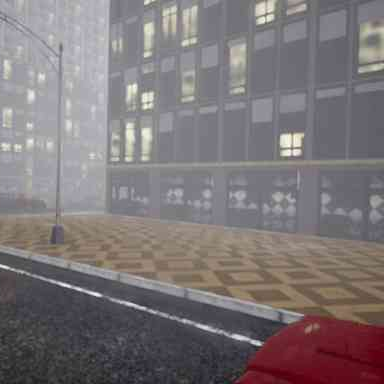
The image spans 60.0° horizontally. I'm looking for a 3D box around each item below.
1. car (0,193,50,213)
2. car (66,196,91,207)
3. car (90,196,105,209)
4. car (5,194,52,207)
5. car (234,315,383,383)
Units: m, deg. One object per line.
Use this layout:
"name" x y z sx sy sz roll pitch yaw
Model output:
"car" -16.327 1.024 31.140 2.192 1.841 5.009 2 0 37
"car" -13.895 1.179 44.149 2.033 1.411 5.357 2 1 37
"car" -9.520 1.338 40.344 1.752 1.417 4.829 2 0 37
"car" -19.812 1.017 40.520 1.752 1.417 4.829 2 0 37
"car" 2.541 1.618 1.867 4.718 1.301 1.895 1 1 36
